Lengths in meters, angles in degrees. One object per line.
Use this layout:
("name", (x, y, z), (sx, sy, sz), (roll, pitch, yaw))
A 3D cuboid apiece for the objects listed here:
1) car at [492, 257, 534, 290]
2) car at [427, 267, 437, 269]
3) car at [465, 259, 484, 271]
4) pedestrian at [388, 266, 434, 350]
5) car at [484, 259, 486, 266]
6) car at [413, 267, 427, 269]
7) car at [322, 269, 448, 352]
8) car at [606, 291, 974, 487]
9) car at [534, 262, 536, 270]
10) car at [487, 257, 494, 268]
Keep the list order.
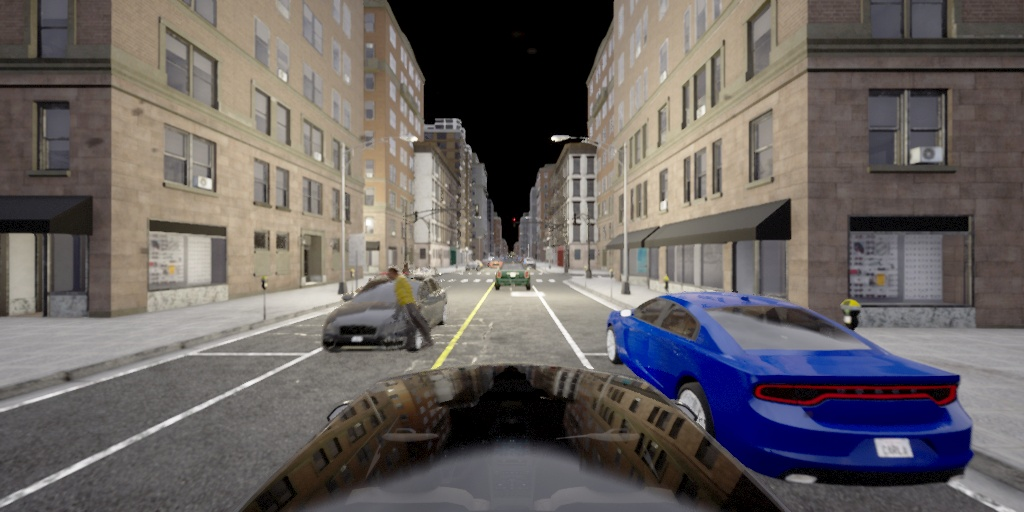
("car", (0.077, 1.128, 22.596), (2.097, 1.767, 4.553), (0, 0, 1))
("car", (-5.353, 1.325, 21.763), (2.007, 1.370, 4.403), (0, 0, 0))
("car", (-5.306, 1.354, 48.639), (2.007, 1.370, 4.403), (0, 0, 0))
("pedestrian", (-2.005, 1.006, 6.999), (0.375, 1.860, 0.375), (-33, -19, 24))
("car", (-5.301, 1.335, 53.875), (1.751, 1.417, 4.829), (0, 0, 0))
("car", (-5.364, 1.350, 16.081), (1.802, 1.307, 4.207), (0, 0, 0))
("car", (-2.835, 1.265, 9.015), (1.837, 1.490, 4.892), (0, 0, 0))
("car", (2.754, 1.233, 5.059), (1.882, 1.535, 5.008), (0, 0, 0))
("car", (2.733, 1.360, 54.031), (2.007, 1.370, 4.403), (0, 0, 0))
("car", (-2.701, 1.169, 61.559), (2.097, 1.767, 4.553), (0, 0, 1))
